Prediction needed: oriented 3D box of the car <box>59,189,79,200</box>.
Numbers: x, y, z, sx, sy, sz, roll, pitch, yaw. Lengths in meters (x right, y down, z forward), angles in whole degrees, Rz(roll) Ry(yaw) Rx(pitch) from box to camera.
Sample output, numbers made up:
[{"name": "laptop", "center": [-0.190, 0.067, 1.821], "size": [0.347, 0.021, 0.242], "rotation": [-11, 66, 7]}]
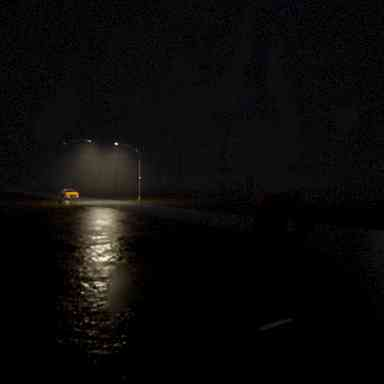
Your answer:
[{"name": "car", "center": [-18.562, 0.283, 49.979], "size": [1.882, 1.535, 5.008], "rotation": [0, 2, -35]}]
